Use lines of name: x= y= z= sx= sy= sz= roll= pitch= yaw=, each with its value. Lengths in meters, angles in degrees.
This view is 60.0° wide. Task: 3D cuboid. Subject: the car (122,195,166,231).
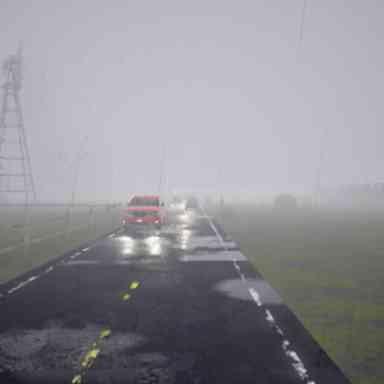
car: x=-2.856 y=1.215 z=20.908 sx=2.150 sy=2.045 sz=5.566 roll=0 pitch=0 yaw=0

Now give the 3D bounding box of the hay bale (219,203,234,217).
hay bale: x=3.127 y=1.651 z=30.278 sx=1.220 sy=1.180 sz=1.240 roll=1 pitch=1 yaw=0

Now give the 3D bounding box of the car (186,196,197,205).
car: x=-0.020 y=1.488 z=58.317 sx=1.882 sy=1.535 sz=5.008 roll=0 pitch=0 yaw=0

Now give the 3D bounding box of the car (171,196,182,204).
car: x=-2.795 y=1.517 z=62.714 sx=1.837 sy=1.490 sz=4.892 roll=0 pitch=0 yaw=1

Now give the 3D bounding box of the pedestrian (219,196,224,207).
pedestrian: x=2.814 y=1.295 z=31.392 sx=0.375 sy=1.860 sz=0.375 roll=-1 pitch=1 yaw=4

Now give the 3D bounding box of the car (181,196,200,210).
car: x=0.026 y=1.549 z=42.536 sx=2.033 sy=1.411 sz=5.357 roll=0 pitch=0 yaw=1
